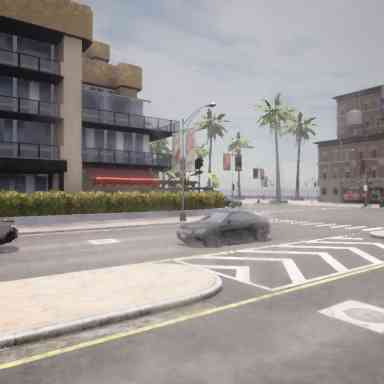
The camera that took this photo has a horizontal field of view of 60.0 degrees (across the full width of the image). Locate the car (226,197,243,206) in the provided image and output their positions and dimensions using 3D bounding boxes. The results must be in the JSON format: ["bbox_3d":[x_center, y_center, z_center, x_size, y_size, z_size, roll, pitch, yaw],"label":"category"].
[{"bbox_3d":[5.755,1.505,51.583,1.837,1.490,4.892,0,0,-35],"label":"car"}]

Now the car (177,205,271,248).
[{"bbox_3d":[1.542,1.526,14.886,4.674,1.442,1.812,0,0,-35],"label":"car"}]

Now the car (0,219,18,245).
[{"bbox_3d":[-8.913,1.492,11.763,4.902,1.511,2.128,0,0,-35],"label":"car"}]
